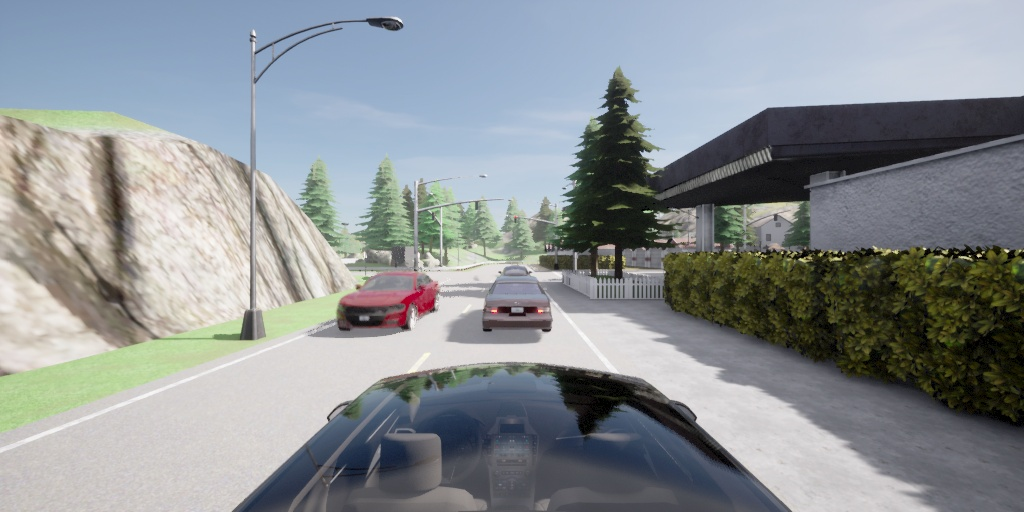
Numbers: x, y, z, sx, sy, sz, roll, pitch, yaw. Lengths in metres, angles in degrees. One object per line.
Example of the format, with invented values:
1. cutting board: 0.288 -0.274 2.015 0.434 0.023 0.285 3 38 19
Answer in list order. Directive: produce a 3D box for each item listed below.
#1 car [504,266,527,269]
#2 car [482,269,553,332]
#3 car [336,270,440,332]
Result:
1. car: 0.187 1.276 20.411 1.812 1.442 4.674 0 0 0
2. car: 0.139 1.297 10.825 2.033 1.411 5.357 0 0 0
3. car: -3.549 1.227 11.138 1.882 1.535 5.008 0 0 0
